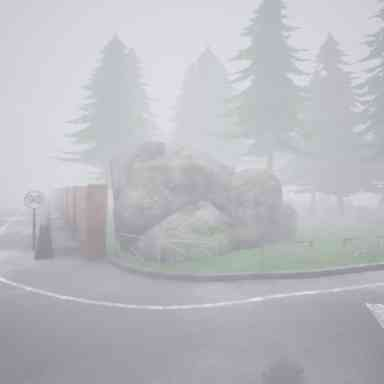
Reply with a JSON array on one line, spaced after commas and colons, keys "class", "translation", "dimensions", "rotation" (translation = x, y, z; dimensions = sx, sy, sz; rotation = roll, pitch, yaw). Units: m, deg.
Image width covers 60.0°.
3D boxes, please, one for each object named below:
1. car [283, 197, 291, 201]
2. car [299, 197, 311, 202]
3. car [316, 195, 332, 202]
[{"class": "car", "translation": [19.608, 1.194, 72.380], "dimensions": [2.150, 2.045, 5.566], "rotation": [1, 0, -9]}, {"class": "car", "translation": [21.837, 1.628, 62.627], "dimensions": [1.994, 1.385, 4.181], "rotation": [1, 0, -14]}, {"class": "car", "translation": [21.646, 1.308, 50.951], "dimensions": [2.150, 2.045, 5.566], "rotation": [0, 0, -20]}]
